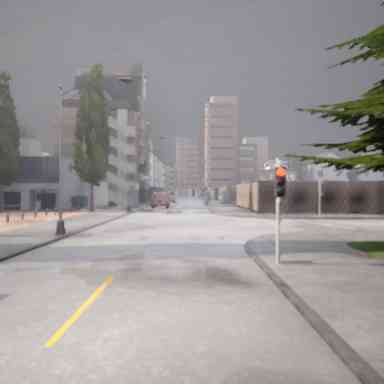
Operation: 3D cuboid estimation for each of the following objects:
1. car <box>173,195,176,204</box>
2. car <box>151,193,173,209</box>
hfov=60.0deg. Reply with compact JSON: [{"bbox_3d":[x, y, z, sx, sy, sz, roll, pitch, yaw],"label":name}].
[{"bbox_3d":[-4.011,1.347,61.786,1.837,1.490,4.892,0,0,0],"label":"car"},{"bbox_3d":[-4.085,1.107,43.965,2.150,2.045,5.566,0,0,0],"label":"car"}]
